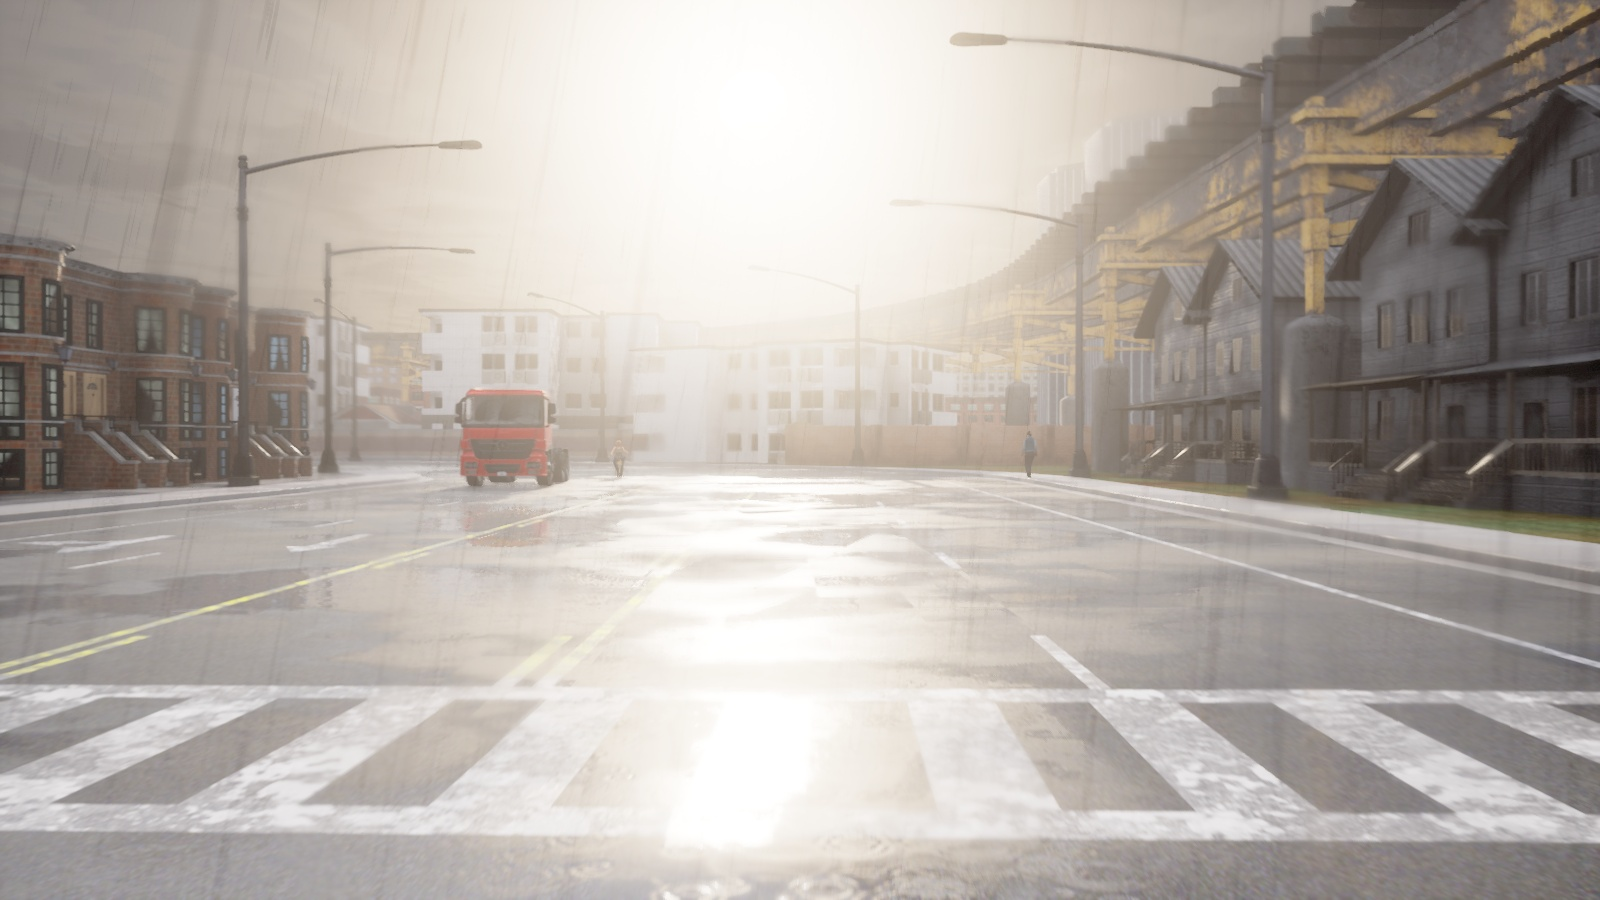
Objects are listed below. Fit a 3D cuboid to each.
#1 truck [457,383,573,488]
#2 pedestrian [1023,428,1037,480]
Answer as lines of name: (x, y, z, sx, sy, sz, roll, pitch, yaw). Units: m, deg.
truck: (-10.203, -0.502, 45.762, 2.891, 3.462, 7.936, 0, 0, -3)
pedestrian: (8.653, 0.142, 47.269, 0.396, 1.930, 0.692, 0, 0, -3)
